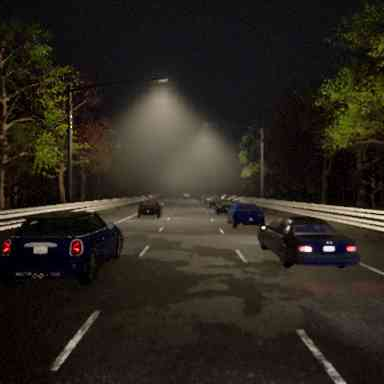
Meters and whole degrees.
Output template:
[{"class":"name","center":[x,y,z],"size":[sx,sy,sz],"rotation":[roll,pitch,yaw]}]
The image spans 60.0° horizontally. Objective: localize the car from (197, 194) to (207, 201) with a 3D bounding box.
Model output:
[{"class":"car","center":[2.312,1.328,76.992],"size":[2.163,1.488,4.792],"rotation":[0,0,-2]}]

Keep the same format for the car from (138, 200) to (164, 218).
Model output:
[{"class":"car","center":[-3.593,1.417,29.587],"size":[1.882,1.535,5.008],"rotation":[0,0,-1]}]

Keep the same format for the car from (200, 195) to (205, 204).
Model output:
[{"class":"car","center":[2.887,1.374,54.894],"size":[2.128,1.511,4.902],"rotation":[0,0,-1]}]

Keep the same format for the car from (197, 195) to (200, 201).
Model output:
[{"class":"car","center":[2.623,1.331,65.928],"size":[1.882,1.535,5.008],"rotation":[0,0,-1]}]

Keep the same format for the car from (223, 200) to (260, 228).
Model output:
[{"class":"car","center":[3.397,1.435,21.786],"size":[1.882,1.535,5.008],"rotation":[0,0,-1]}]

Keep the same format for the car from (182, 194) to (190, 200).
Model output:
[{"class":"car","center":[-1.461,1.259,85.743],"size":[2.128,1.511,4.902],"rotation":[0,0,-2]}]

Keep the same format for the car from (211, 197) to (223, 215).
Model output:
[{"class":"car","center":[3.273,1.496,32.823],"size":[1.994,1.385,4.181],"rotation":[0,0,-1]}]

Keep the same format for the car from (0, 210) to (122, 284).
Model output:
[{"class":"car","center":[-3.432,1.334,9.644],"size":[2.097,1.767,4.553],"rotation":[0,0,0]}]

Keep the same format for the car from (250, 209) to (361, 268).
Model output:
[{"class":"car","center":[3.566,1.526,11.212],"size":[2.033,1.411,5.357],"rotation":[0,0,0]}]

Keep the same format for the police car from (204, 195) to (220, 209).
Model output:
[{"class":"police car","center":[3.101,1.333,43.969],"size":[1.930,1.638,5.238],"rotation":[0,0,-1]}]
